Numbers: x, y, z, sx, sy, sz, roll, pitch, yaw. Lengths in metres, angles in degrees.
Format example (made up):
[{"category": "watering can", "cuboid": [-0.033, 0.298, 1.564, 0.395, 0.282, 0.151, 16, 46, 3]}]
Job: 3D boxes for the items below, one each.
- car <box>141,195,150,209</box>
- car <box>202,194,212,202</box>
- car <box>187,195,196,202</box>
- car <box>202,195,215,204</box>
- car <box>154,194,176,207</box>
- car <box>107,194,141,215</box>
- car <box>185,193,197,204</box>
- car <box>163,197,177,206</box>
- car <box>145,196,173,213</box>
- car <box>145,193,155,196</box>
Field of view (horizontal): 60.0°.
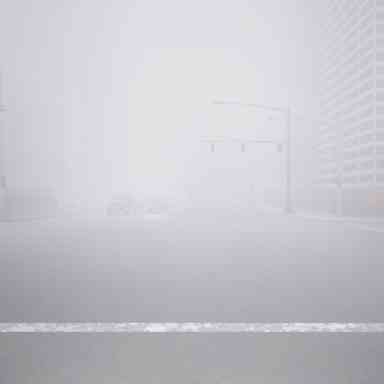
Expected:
[{"category": "car", "cuboid": [-7.197, 1.547, 44.842, 2.033, 1.411, 5.357, 0, 0, 0]}, {"category": "car", "cuboid": [3.343, 1.355, 74.633, 2.097, 1.767, 4.553, 0, 0, 0]}, {"category": "car", "cuboid": [-0.160, 1.382, 74.481, 1.994, 1.385, 4.181, 0, 0, 0]}, {"category": "car", "cuboid": [3.457, 1.526, 64.730, 1.812, 1.442, 4.674, 0, 0, 0]}, {"category": "car", "cuboid": [-3.696, 1.352, 46.730, 2.097, 1.767, 4.553, 0, 0, 0]}, {"category": "car", "cuboid": [-7.157, 1.221, 34.590, 2.150, 2.045, 5.566, 0, 0, 2]}, {"category": "car", "cuboid": [-0.137, 1.221, 63.810, 2.150, 2.045, 5.566, 0, 0, 0]}, {"category": "car", "cuboid": [-3.709, 1.564, 56.543, 1.994, 1.385, 4.181, 0, 0, 0]}, {"category": "car", "cuboid": [-3.681, 1.492, 37.513, 2.128, 1.511, 4.902, 0, 0, 0]}, {"category": "car", "cuboid": [-7.206, 1.223, 57.478, 2.150, 2.045, 5.566, 0, 0, 0]}]
